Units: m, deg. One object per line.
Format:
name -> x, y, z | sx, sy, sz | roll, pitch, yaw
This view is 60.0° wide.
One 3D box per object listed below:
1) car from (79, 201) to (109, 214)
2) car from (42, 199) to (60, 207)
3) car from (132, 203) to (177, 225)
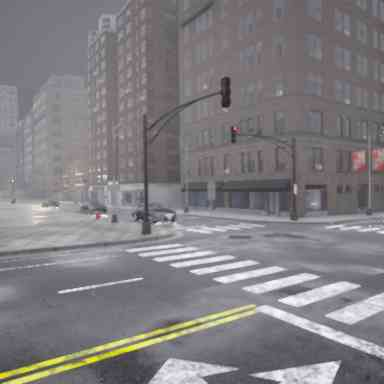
car -> -11.122, 1.684, 37.209 | 2.033, 1.411, 5.357 | -1, 1, -35
car -> -23.127, 1.777, 54.429 | 1.994, 1.385, 4.181 | -1, 0, -35
car -> -2.992, 1.580, 25.658 | 2.128, 1.511, 4.902 | -1, 1, -35
